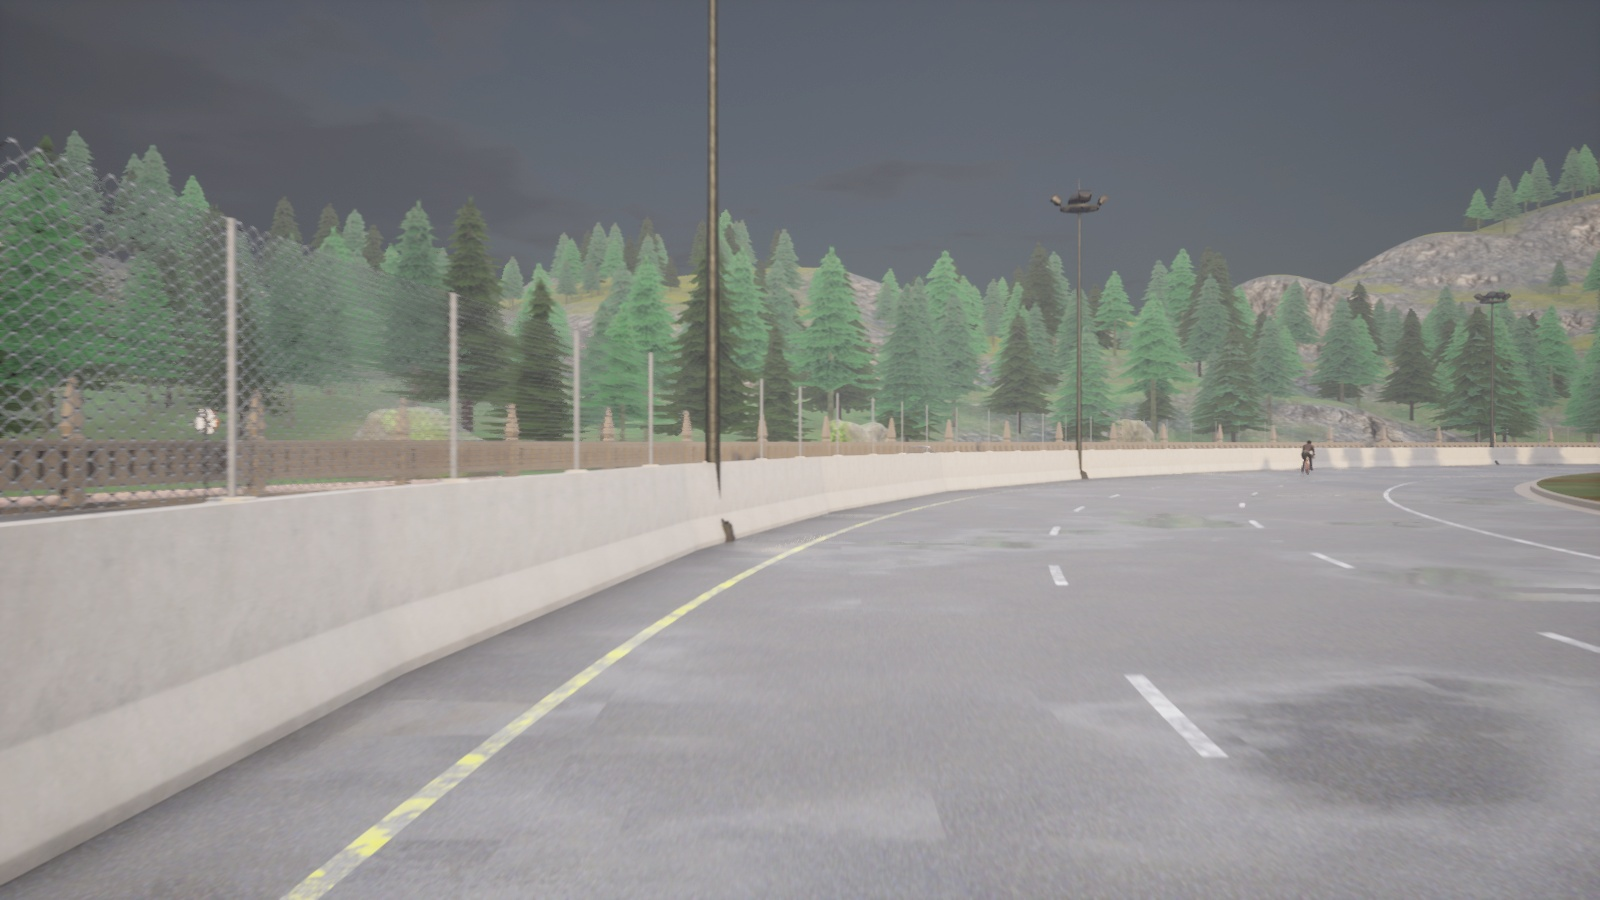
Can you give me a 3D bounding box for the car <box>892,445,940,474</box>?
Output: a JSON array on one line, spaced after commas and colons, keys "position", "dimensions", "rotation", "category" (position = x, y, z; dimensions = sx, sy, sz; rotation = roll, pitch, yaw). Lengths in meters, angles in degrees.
[{"position": [5.748, 0.465, 62.132], "dimensions": [1.481, 1.376, 2.207], "rotation": [0, 0, 35], "category": "car"}]
